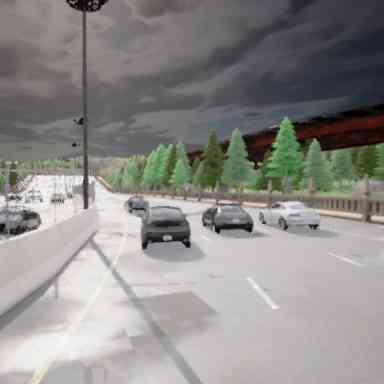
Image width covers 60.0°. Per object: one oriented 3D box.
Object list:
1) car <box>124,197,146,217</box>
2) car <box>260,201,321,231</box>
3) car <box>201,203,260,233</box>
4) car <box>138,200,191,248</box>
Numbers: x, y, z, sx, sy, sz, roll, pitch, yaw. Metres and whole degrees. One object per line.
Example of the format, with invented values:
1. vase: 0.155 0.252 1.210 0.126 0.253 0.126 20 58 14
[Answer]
1. car: -5.160 1.121 30.906 2.033 1.411 5.357 -1 1 -18
2. car: 5.236 1.220 18.243 1.812 1.442 4.674 0 1 -9
3. car: 1.767 1.288 17.725 1.994 1.385 4.181 0 1 -9
4. car: -1.175 1.306 13.811 1.837 1.490 4.892 0 1 -8
